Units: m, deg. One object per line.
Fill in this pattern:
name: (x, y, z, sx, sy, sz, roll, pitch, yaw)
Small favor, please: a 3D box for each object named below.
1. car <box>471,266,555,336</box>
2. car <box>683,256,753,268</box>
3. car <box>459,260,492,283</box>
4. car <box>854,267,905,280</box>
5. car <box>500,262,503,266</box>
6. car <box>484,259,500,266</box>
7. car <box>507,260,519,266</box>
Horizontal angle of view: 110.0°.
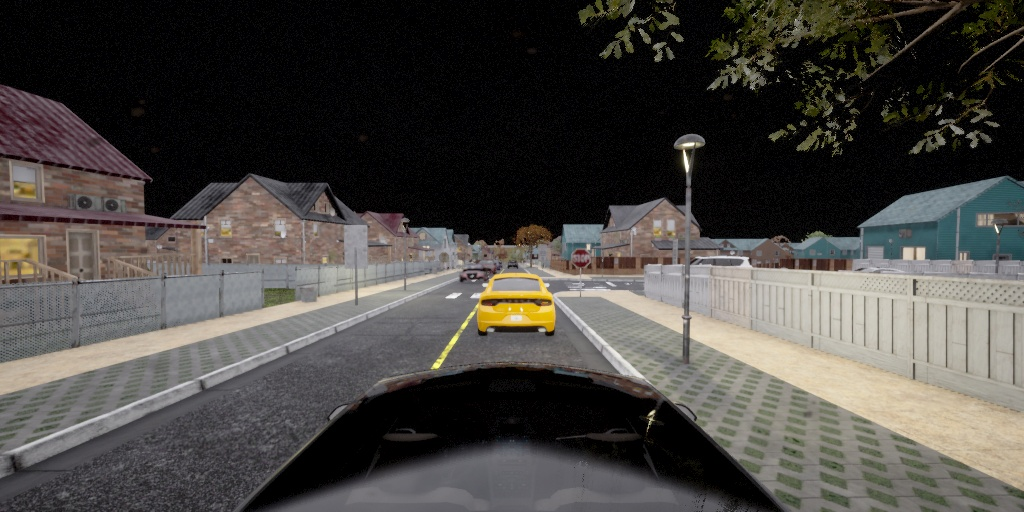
car: (0.117, 1.227, 10.433, 1.882, 1.535, 5.008, 0, 0, 0)
car: (13.406, 1.015, 24.661, 5.566, 2.045, 2.150, 1, 2, 8)
car: (-2.870, 1.292, 27.731, 1.994, 1.385, 4.181, -2, 0, 0)
car: (23.049, 1.424, 22.902, 4.674, 1.442, 1.812, 1, 2, 13)
car: (-2.801, 1.242, 53.220, 2.097, 1.767, 4.553, 0, 0, 0)
car: (-2.822, 1.171, 40.315, 2.097, 1.767, 4.553, 0, 0, 0)
car: (0.138, 1.480, 64.762, 1.837, 1.490, 4.892, 0, 0, 0)
